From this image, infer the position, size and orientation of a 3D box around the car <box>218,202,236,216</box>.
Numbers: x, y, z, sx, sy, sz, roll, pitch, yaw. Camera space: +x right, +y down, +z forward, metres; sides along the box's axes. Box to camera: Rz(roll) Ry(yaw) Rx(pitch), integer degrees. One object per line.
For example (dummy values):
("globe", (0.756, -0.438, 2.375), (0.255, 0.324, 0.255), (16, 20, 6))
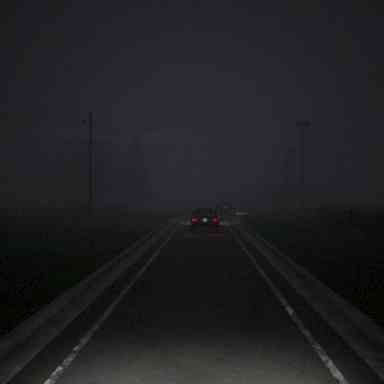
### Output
("car", (3.480, 1.794, 36.083), (1.812, 1.442, 4.674), (0, 0, 19))

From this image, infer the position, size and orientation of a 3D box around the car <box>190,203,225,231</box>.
("car", (0.860, 1.711, 21.985), (2.033, 1.411, 5.357), (0, -1, 2))
